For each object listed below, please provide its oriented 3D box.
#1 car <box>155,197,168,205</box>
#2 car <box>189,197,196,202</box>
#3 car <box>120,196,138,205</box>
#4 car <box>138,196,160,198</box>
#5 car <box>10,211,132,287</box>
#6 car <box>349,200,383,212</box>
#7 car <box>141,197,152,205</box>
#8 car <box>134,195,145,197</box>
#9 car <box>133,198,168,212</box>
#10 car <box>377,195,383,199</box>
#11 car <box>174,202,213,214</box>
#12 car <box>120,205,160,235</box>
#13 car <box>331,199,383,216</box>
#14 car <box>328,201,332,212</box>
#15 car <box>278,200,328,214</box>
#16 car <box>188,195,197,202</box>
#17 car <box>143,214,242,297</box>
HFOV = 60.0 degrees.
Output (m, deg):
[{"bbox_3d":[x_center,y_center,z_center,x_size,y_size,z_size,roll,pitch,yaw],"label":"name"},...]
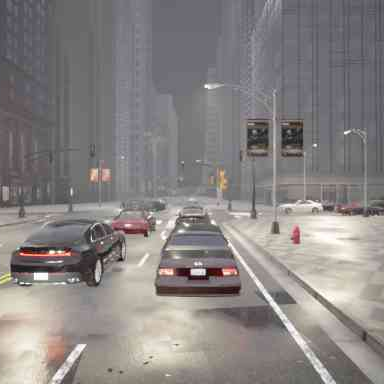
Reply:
[{"bbox_3d":[-6.390,1.899,70.206,2.128,1.511,4.902,0,0,0],"label":"car"},{"bbox_3d":[0.143,2.027,91.214,1.882,1.535,5.008,0,0,0],"label":"car"},{"bbox_3d":[-9.795,1.734,50.739,1.837,1.490,4.892,0,0,-2],"label":"car"},{"bbox_3d":[-6.515,1.777,50.847,2.033,1.411,5.357,0,0,0],"label":"car"},{"bbox_3d":[-3.136,1.516,9.351,1.837,1.490,4.892,0,0,0],"label":"car"},{"bbox_3d":[20.886,1.643,38.810,4.313,1.339,1.947,0,0,-1],"label":"car"},{"bbox_3d":[-9.639,1.905,71.105,1.812,1.442,4.674,0,0,0],"label":"car"},{"bbox_3d":[-9.722,1.522,60.758,2.150,2.045,5.566,0,0,0],"label":"car"},{"bbox_3d":[-4.626,1.720,39.544,1.994,1.385,4.181,0,0,28],"label":"car"},{"bbox_3d":[21.526,1.264,36.071,5.566,2.045,2.150,0,-1,-1],"label":"car"},{"bbox_3d":[0.076,1.543,18.501,1.837,1.490,4.892,0,0,1],"label":"car"},{"bbox_3d":[-3.122,1.601,18.251,1.994,1.385,4.181,0,0,0],"label":"car"},{"bbox_3d":[15.363,1.577,30.208,4.206,1.307,1.802,0,0,-1],"label":"car"},{"bbox_3d":[15.246,1.662,38.732,4.313,1.339,1.947,0,0,-1],"label":"car"},{"bbox_3d":[11.692,1.601,35.924,4.674,1.442,1.812,0,-1,-1],"label":"car"},{"bbox_3d":[0.127,1.685,80.637,2.150,2.045,5.566,0,0,0],"label":"car"},{"bbox_3d":[0.120,1.557,8.762,2.033,1.411,5.357,0,0,0],"label":"car"}]
